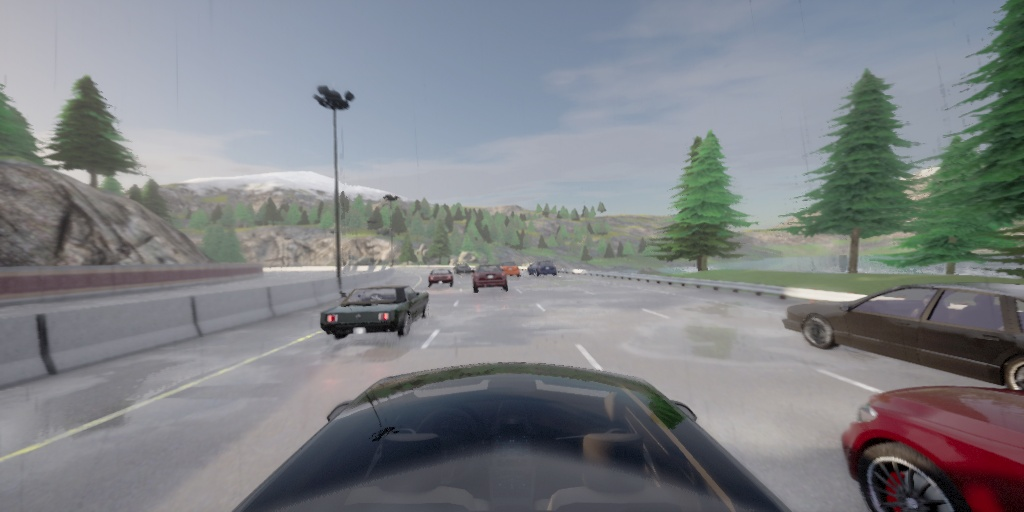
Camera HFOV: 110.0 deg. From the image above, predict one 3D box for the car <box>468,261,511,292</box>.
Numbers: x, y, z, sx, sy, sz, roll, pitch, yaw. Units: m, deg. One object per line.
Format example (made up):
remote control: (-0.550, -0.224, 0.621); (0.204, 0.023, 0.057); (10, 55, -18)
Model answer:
car: (-1.590, 1.295, 23.637); (2.097, 1.767, 4.553); (-2, 0, -8)

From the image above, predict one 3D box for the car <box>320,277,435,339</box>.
car: (-3.780, 1.524, 10.839); (1.895, 1.301, 4.718); (-2, 0, -3)

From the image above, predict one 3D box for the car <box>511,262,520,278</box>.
car: (-0.656, 1.364, 38.086); (2.097, 1.767, 4.553); (-2, 0, -13)

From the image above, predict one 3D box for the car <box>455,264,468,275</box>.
car: (-6.747, 1.750, 47.799); (2.128, 1.511, 4.902); (-1, 0, -17)

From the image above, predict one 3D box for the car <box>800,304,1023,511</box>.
car: (3.398, 1.168, 0.738); (1.812, 1.442, 4.674); (-1, 0, 1)

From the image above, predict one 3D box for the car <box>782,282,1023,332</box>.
car: (6.987, 1.116, 5.505); (2.033, 1.411, 5.357); (-2, 0, -1)

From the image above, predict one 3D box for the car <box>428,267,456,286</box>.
car: (-5.741, 1.704, 29.023); (1.895, 1.301, 4.718); (-2, 0, -10)

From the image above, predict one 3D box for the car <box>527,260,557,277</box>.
car: (3.038, 1.251, 37.591); (2.097, 1.767, 4.553); (-2, 0, -13)
